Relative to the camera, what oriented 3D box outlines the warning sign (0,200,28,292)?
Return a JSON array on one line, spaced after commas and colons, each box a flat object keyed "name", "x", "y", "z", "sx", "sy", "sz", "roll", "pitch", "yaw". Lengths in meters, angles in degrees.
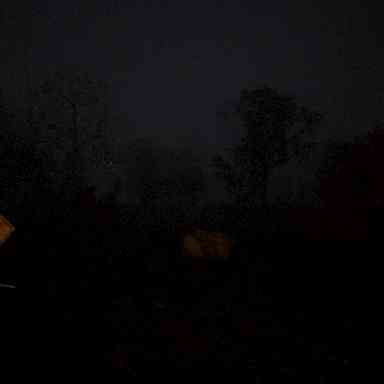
[{"name": "warning sign", "x": -4.419, "y": 1.110, "z": 7.043, "sx": 1.060, "sy": 1.860, "sz": 1.300, "roll": 1, "pitch": 0, "yaw": 35}]
